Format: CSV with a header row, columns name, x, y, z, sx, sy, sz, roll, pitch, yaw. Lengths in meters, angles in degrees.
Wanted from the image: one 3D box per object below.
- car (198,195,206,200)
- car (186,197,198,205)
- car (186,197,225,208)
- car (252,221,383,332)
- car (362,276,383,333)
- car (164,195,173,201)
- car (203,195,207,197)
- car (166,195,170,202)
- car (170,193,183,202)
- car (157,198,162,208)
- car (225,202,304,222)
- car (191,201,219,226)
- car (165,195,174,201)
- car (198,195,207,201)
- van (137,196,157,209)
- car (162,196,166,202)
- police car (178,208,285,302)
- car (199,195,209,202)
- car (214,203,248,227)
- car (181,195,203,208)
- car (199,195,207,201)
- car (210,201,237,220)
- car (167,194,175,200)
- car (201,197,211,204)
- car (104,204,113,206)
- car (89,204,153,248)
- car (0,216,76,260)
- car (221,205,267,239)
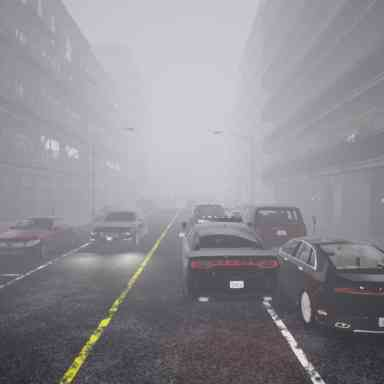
name,x,y,z,sx,sy,sz,roll,pitch,yaw
car,2.671,1.505,91.803,2.008,1.369,4.403,1,0,0
car,-0.020,1.549,58.527,1.994,1.385,4.181,0,0,0
car,0.858,1.352,18.318,2.097,1.767,4.553,0,0,0
car,2.698,1.552,6.741,2.008,1.369,4.403,1,0,0
car,2.700,1.551,1.070,2.008,1.369,4.403,1,0,0
car,-5.705,1.492,80.354,1.752,1.417,4.829,1,0,0
car,2.683,1.426,57.779,1.967,1.590,4.097,1,0,0
car,-5.704,1.538,74.853,1.947,1.339,4.313,1,0,0
car,-3.026,1.194,73.875,2.150,2.045,5.566,0,0,0
car,-5.695,1.538,46.495,1.887,1.381,4.507,1,0,0
car,2.699,1.316,12.412,2.192,1.841,5.009,1,0,0
car,0.836,1.505,24.349,1.837,1.490,4.892,0,0,0
car,-5.707,1.511,86.195,2.008,1.369,4.403,1,0,0
car,2.673,1.511,86.132,2.008,1.369,4.403,1,0,0
van,-5.690,1.337,40.825,1.690,1.788,3.998,1,0,0
car,-5.696,1.541,52.167,2.008,1.369,4.403,1,0,0
police car,0.694,1.426,8.444,1.930,1.638,5.238,0,0,-2
car,2.678,1.412,74.790,1.967,1.590,4.097,1,0,0
car,2.692,1.544,23.754,1.887,1.381,4.507,1,0,0
car,-0.005,1.485,44.917,2.128,1.511,4.902,0,0,0
car,2.675,1.511,80.462,1.887,1.381,4.507,1,0,0
car,2.691,1.543,29.424,1.887,1.381,4.507,1,0,0
car,-5.707,1.394,91.867,1.967,1.590,4.097,1,0,0
car,2.681,1.564,63.451,1.802,1.307,4.206,1,0,0
car,-5.688,1.566,23.810,1.947,1.339,4.313,1,0,0
car,-3.107,1.506,14.904,1.837,1.490,4.892,0,0,0
car,-5.685,1.583,12.467,1.802,1.307,4.206,1,0,0
car,2.694,1.526,18.253,1.752,1.417,4.829,1,0,0
